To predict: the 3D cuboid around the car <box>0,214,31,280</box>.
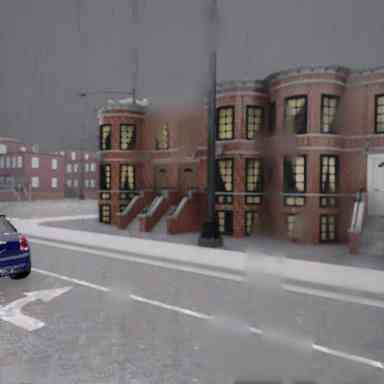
[{"bbox_3d":[-6.074,1.224,8.324,4.553,1.767,2.097,1,1,35],"label":"car"}]
